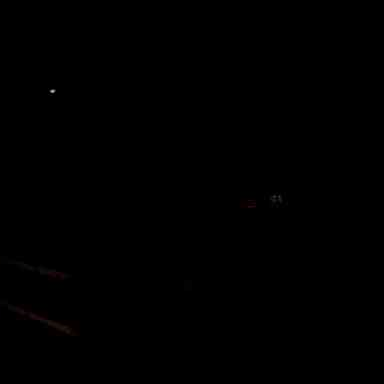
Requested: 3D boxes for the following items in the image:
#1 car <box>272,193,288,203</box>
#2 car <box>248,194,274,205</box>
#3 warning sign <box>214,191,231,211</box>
[{"bbox_3d":[14.697,0.933,56.474,2.097,1.767,4.553,0,0,31],"label":"car"},{"bbox_3d":[9.850,1.222,48.232,1.895,1.301,4.718,0,0,31],"label":"car"},{"bbox_3d":[2.960,0.830,31.963,1.300,1.860,1.060,0,0,31],"label":"warning sign"}]
